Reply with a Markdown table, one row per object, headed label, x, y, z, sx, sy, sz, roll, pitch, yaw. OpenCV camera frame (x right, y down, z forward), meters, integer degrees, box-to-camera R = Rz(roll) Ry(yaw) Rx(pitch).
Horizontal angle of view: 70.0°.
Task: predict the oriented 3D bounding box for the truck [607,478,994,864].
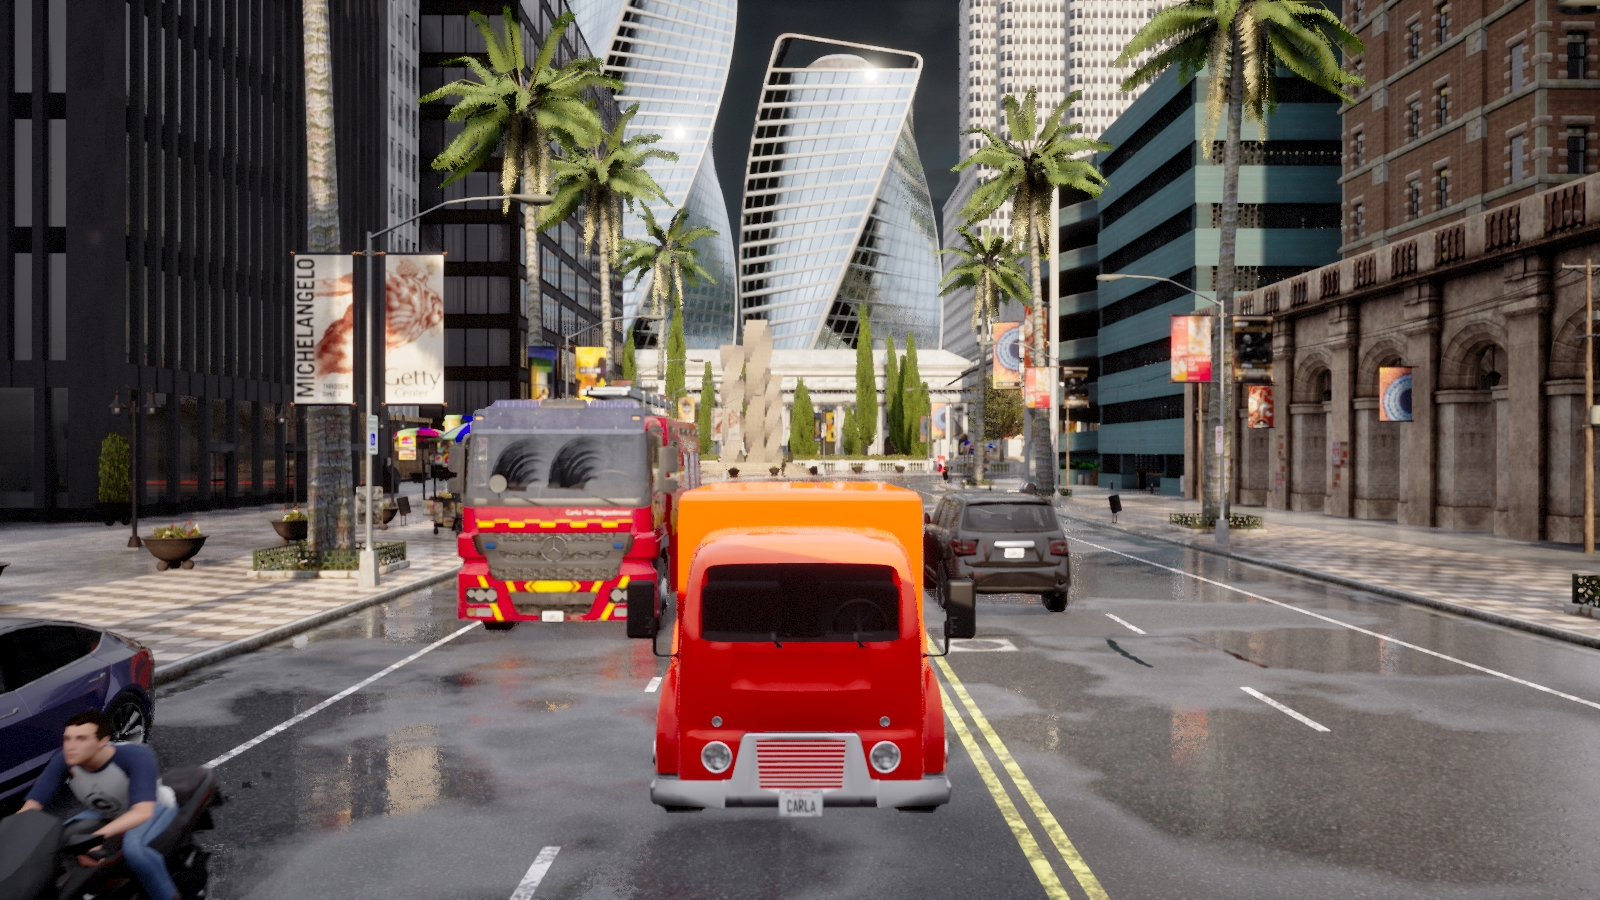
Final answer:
| label | x | y | z | sx | sy | sz | roll | pitch | yaw |
| --- | --- | --- | --- | --- | --- | --- | --- | --- | --- |
| truck | -0.005 | 1.567 | 10.378 | 2.627 | 2.467 | 5.204 | 0 | 0 | 0 |

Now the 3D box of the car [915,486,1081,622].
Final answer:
| label | x | y | z | sx | sy | sz | roll | pitch | yaw |
| --- | --- | --- | --- | --- | --- | --- | --- | --- | --- |
| car | 3.516 | 1.788 | 21.433 | 2.150 | 2.045 | 5.566 | 0 | 0 | 0 |

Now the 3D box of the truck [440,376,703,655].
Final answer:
| label | x | y | z | sx | sy | sz | roll | pitch | yaw |
| --- | --- | --- | --- | --- | --- | --- | --- | --- | --- |
| truck | -3.491 | 0.898 | 19.895 | 2.891 | 3.827 | 8.468 | 0 | 0 | 0 |
